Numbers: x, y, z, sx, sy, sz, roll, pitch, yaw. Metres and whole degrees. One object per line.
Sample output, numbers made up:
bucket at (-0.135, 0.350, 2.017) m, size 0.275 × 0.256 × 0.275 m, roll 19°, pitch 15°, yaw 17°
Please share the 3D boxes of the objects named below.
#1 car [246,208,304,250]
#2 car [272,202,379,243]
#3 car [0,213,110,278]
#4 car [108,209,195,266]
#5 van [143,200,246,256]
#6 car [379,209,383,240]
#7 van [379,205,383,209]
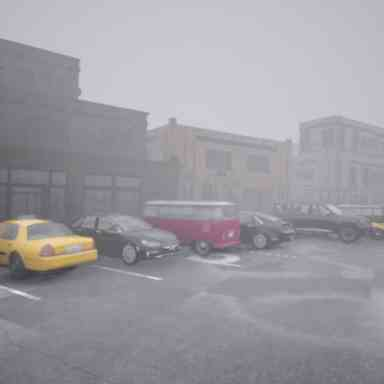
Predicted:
car at (2.146, 1.631, 15.092) m, size 4.892 × 1.521 × 2.231 m, roll 0°, pitch -1°, yaw 35°
car at (6.959, 1.578, 18.479) m, size 5.566 × 2.045 × 2.435 m, roll 0°, pitch -2°, yaw 35°
car at (-5.165, 1.483, 10.122) m, size 5.366 × 1.575 × 1.946 m, roll -1°, pitch -1°, yaw 35°
car at (-2.630, 1.514, 11.723) m, size 4.892 × 1.521 × 2.231 m, roll -1°, pitch -1°, yaw 35°
van at (-0.336, 1.337, 13.479) m, size 4.442 × 1.987 × 1.878 m, roll -1°, pitch -1°, yaw 35°
car at (9.479, 1.949, 20.071) m, size 5.366 × 1.575 × 1.946 m, roll 0°, pitch -3°, yaw 35°
van at (11.830, 1.851, 21.808) m, size 4.442 × 1.987 × 1.878 m, roll 0°, pitch -3°, yaw 35°
